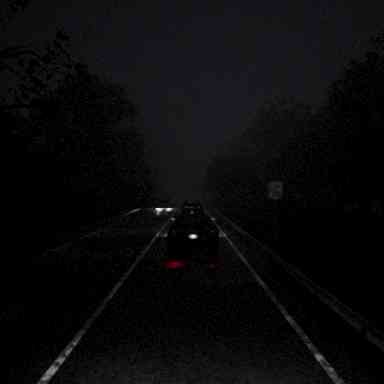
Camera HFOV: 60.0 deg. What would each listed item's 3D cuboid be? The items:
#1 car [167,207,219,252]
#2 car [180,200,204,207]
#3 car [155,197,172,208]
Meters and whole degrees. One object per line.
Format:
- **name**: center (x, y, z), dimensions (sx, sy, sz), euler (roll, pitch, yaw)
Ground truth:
- **car**: center (0.042, 1.562, 13.947), dimensions (1.994, 1.385, 4.181), euler (0, 0, 0)
- **car**: center (-0.001, 1.441, 29.570), dimensions (2.128, 1.511, 4.902), euler (0, 0, 0)
- **car**: center (-3.719, 1.422, 44.462), dimensions (1.994, 1.385, 4.181), euler (0, 0, 0)
